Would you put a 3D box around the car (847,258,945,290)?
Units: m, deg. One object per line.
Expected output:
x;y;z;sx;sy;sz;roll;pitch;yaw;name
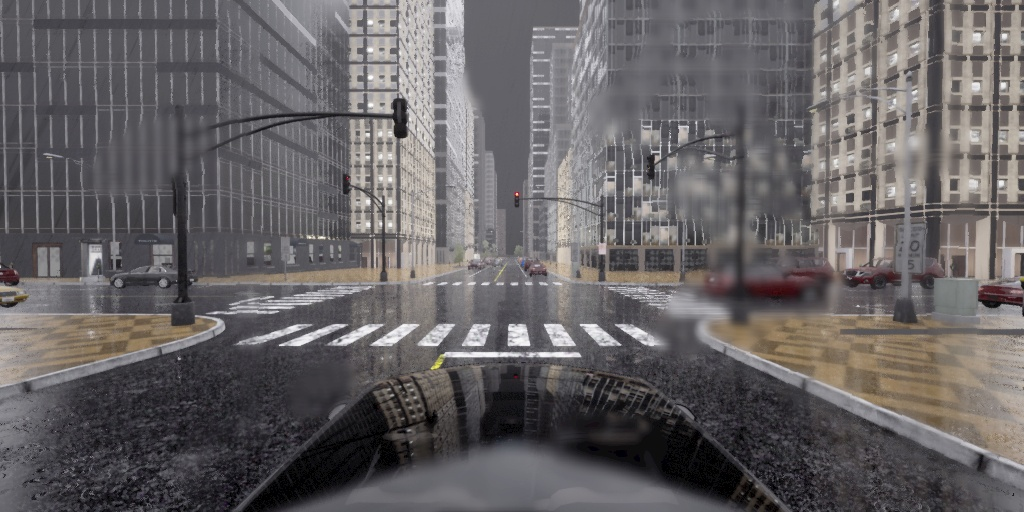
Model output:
22.900;1.032;21.649;5.009;1.841;2.192;0;0;0;car

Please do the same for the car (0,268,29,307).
-21.256;1.301;13.427;4.829;1.417;1.751;0;0;0;car

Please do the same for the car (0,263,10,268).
-32.558;1.077;21.473;4.097;1.591;1.967;0;0;0;car

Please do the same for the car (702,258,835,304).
11.216;1.135;16.171;4.553;1.767;2.097;0;1;0;car

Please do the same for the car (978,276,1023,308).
20.185;1.417;13.505;4.207;1.307;1.802;0;0;0;car

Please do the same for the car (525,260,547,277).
2.545;1.319;35.776;1.802;1.307;4.207;0;0;0;car

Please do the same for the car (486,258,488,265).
-5.294;1.306;57.853;1.802;1.307;4.207;0;0;0;car

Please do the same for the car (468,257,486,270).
-5.296;1.168;52.328;1.967;1.591;4.097;0;0;0;car

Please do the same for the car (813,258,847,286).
16.568;1.024;21.637;5.009;1.841;2.192;0;0;0;car

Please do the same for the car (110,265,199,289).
-21.442;1.204;21.565;4.403;1.370;2.007;0;0;0;car

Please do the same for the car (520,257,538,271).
2.570;1.046;46.826;2.192;1.841;5.009;0;0;0;car
